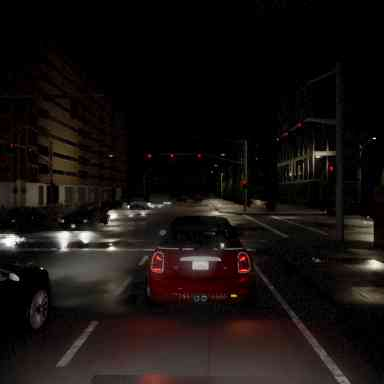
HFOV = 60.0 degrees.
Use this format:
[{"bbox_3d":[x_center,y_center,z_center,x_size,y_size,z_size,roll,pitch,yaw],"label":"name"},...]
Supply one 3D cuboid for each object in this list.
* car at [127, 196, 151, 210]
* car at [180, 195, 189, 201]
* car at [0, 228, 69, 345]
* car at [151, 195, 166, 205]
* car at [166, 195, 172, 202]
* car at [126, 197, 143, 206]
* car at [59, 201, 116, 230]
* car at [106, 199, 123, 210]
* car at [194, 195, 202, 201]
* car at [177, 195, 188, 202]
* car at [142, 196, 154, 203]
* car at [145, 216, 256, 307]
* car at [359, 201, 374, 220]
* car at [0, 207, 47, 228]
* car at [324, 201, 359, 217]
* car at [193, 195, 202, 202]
[{"bbox_3d":[-6.677,1.526,42.036,1.812,1.442,4.674,0,0,1],"label":"car"},{"bbox_3d":[-1.927,1.540,83.967,2.033,1.411,5.357,0,0,2],"label":"car"},{"bbox_3d":[-3.395,1.492,3.911,2.128,1.511,4.902,0,0,1],"label":"car"},{"bbox_3d":[-6.246,1.564,59.356,1.994,1.385,4.181,0,0,2],"label":"car"},{"bbox_3d":[-5.673,1.425,75.889,2.128,1.511,4.902,0,0,2],"label":"car"},{"bbox_3d":[-9.823,1.564,57.037,1.994,1.385,4.181,0,0,2],"label":"car"},{"bbox_3d":[-6.820,1.572,21.781,2.033,1.411,5.357,0,0,0],"label":"car"},{"bbox_3d":[-10.172,1.601,42.463,1.895,1.301,4.718,0,0,1],"label":"car"},{"bbox_3d":[1.576,1.478,84.013,1.882,1.535,5.008,0,0,2],"label":"car"},{"bbox_3d":[-2.228,1.524,73.881,2.128,1.511,4.902,0,0,2],"label":"car"},{"bbox_3d":[-9.330,1.595,70.746,1.895,1.301,4.718,0,0,2],"label":"car"},{"bbox_3d":[0.223,1.352,8.139,2.097,1.767,4.553,0,0,2],"label":"car"},{"bbox_3d":[16.702,1.603,26.497,5.357,1.411,2.033,0,0,1],"label":"car"},{"bbox_3d":[-10.335,1.589,19.796,1.994,1.385,4.181,0,0,0],"label":"car"},{"bbox_3d":[14.516,1.547,30.045,4.902,1.511,2.128,0,0,1],"label":"car"},{"bbox_3d":[1.271,1.478,73.859,1.882,1.535,5.008,0,0,2],"label":"car"}]
